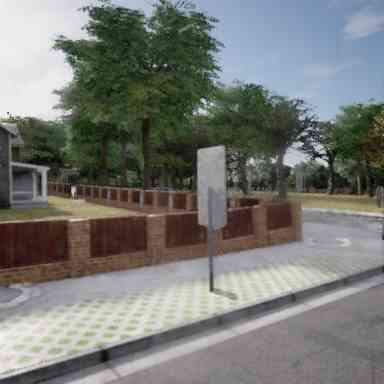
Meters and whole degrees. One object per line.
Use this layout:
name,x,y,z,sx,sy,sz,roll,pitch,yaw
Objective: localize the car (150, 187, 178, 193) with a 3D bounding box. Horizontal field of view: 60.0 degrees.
car,-2.601,0.301,32.660,1.882,1.535,5.008,-1,4,-39
